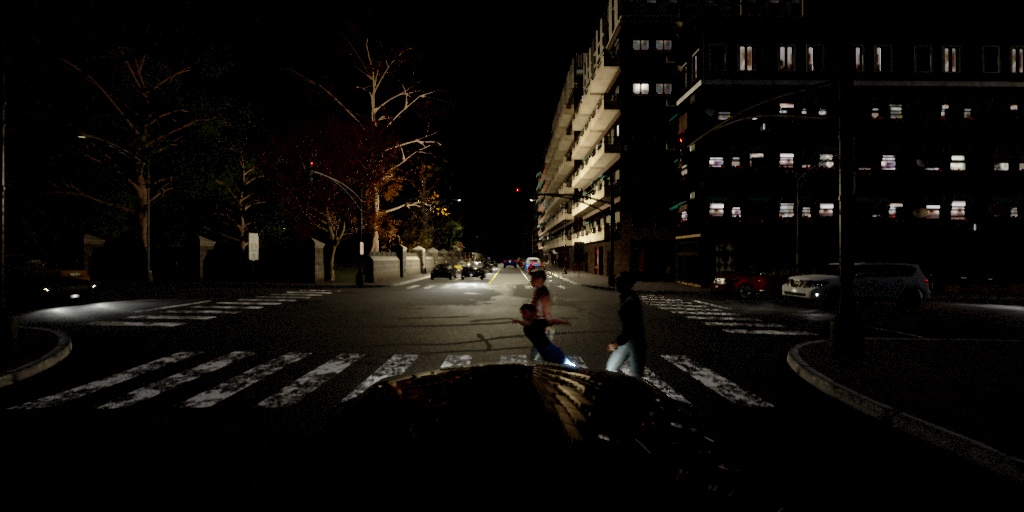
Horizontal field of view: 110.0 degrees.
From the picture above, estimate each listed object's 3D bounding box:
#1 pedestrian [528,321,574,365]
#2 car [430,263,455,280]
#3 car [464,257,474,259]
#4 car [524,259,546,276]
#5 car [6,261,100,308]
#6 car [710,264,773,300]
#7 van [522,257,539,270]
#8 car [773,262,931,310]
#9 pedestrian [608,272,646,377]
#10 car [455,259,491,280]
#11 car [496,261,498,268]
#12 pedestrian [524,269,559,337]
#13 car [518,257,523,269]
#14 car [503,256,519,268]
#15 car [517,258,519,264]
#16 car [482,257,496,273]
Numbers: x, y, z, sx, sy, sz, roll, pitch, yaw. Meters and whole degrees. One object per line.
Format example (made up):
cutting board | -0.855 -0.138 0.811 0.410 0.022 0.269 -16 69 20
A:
pedestrian | 0.671 1.424 3.962 0.375 1.300 0.375 -34 -9 3
car | -5.857 1.316 31.246 1.948 1.339 4.313 0 0 0
car | -5.955 1.074 48.137 2.192 1.841 5.009 0 0 0
car | 2.491 1.295 36.924 1.888 1.381 4.507 0 0 0
car | -18.230 0.995 12.743 5.357 1.411 2.033 1 0 -1
car | 13.353 1.340 19.016 5.009 1.841 2.192 0 0 -1
van | 2.459 1.094 42.555 1.690 1.789 3.998 0 0 0
car | 15.679 1.279 16.469 5.566 2.045 2.150 1 0 -1
pedestrian | 1.438 1.042 4.359 0.375 1.860 0.375 0 0 0
car | -3.260 1.241 31.077 2.128 1.511 4.902 0 0 0
car | -3.385 1.263 60.214 2.128 1.511 4.902 0 0 0
pedestrian | 0.406 1.043 4.954 0.375 1.860 0.375 0 0 0
car | 2.394 1.202 53.815 1.967 1.591 4.097 0 0 0
car | -0.331 0.991 59.608 2.150 2.045 5.566 0 0 0
car | 2.361 1.319 59.445 2.007 1.370 4.403 0 0 0
car | -3.331 1.260 43.623 1.837 1.490 4.892 0 0 0
